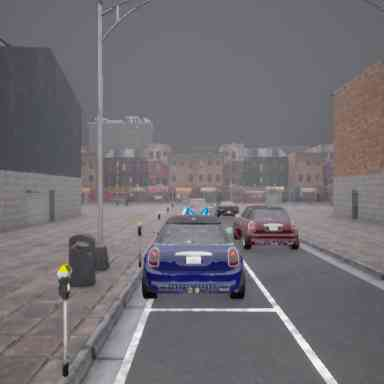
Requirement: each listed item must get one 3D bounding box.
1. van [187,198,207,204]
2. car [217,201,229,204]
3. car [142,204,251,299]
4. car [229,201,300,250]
[{"bbox_3d":[0.374,1.344,25.499,1.690,1.788,3.998,-1,0,0],"label":"van"},{"bbox_3d":[3.020,1.492,29.487,1.882,1.535,5.008,0,0,0],"label":"car"},{"bbox_3d":[0.033,1.351,8.621,2.097,1.767,4.553,0,0,0],"label":"car"},{"bbox_3d":[3.021,1.367,14.456,2.097,1.767,4.553,0,0,0],"label":"car"}]
